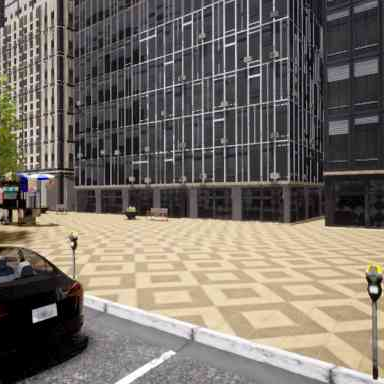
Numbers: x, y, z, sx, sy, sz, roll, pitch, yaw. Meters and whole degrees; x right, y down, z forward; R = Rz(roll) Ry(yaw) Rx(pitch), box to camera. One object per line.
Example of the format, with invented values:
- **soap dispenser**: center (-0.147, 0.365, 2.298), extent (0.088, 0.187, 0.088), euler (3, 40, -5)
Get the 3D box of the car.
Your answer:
- **car**: center (-3.553, 1.566, 5.418), extent (4.313, 1.339, 1.947), euler (0, 0, 36)
